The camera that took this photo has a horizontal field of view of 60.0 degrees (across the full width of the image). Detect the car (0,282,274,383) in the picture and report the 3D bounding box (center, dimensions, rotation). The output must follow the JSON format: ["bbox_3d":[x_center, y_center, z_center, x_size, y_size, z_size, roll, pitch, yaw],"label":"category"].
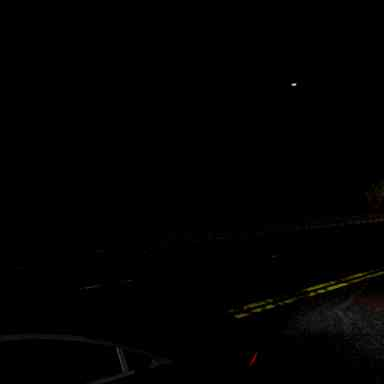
[{"bbox_3d":[-1.448,1.492,2.430,4.902,1.511,2.128,0,0,-36],"label":"car"}]
